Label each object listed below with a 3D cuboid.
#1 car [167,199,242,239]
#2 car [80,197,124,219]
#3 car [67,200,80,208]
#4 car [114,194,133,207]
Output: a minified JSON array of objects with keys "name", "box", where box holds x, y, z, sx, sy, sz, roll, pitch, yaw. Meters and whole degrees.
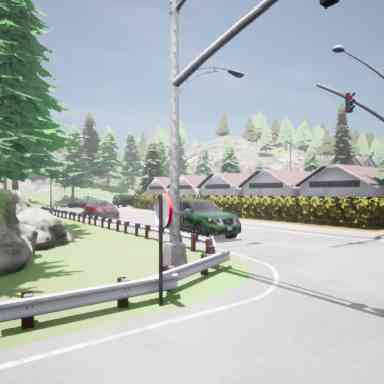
[{"name":"car","box":[0.237,1.414,18.208,2.150,2.045,5.566,0,0,-35]},{"name":"car","box":[-8.308,1.543,30.407,2.097,1.767,4.553,0,0,-35]},{"name":"car","box":[-16.577,1.778,49.882,1.895,1.301,4.718,0,0,15]},{"name":"car","box":[-10.431,1.398,54.080,2.150,2.045,5.566,0,0,37]}]
